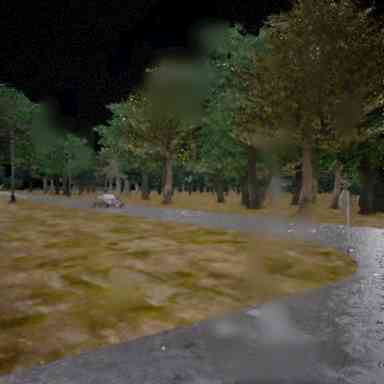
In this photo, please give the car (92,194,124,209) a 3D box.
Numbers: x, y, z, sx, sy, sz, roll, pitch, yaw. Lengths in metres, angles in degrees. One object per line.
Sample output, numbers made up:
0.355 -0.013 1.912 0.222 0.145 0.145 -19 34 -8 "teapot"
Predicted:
-8.601 0.925 33.711 1.812 1.442 4.674 -1 2 -39 "car"
